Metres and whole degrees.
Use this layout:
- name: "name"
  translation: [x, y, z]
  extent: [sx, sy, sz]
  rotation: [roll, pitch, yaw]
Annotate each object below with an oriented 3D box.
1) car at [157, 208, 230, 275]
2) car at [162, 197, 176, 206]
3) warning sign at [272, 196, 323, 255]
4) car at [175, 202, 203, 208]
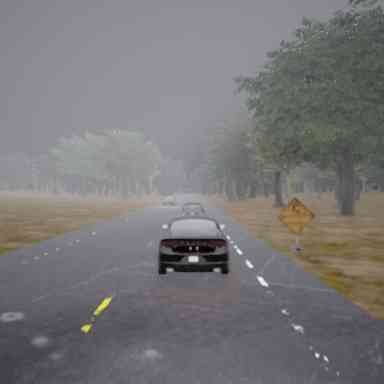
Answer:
- name: "car"
  translation: [0.055, 1.460, 10.408]
  extent: [1.882, 1.535, 5.008]
  rotation: [0, 0, 0]
- name: "car"
  translation: [-3.524, 1.433, 51.485]
  extent: [1.812, 1.442, 4.674]
  rotation: [0, 0, 0]
- name: "warning sign"
  translation: [3.518, 1.098, 11.240]
  extent: [1.300, 1.860, 1.060]
  rotation: [-3, -3, 0]
- name: "car"
  translation: [0.067, 1.502, 24.994]
  extent: [2.033, 1.411, 5.357]
  rotation: [0, 0, 1]
